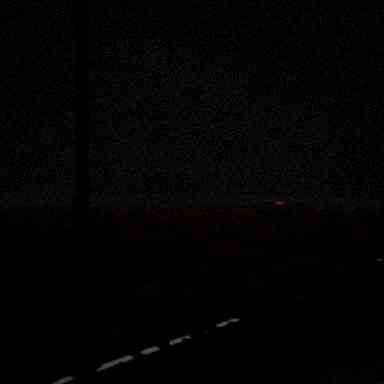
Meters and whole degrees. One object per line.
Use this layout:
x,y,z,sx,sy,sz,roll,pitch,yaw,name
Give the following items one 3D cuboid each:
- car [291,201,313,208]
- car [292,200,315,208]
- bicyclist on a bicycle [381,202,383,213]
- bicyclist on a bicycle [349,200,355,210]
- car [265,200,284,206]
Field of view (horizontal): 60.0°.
23.761,2.616,71.849,1.895,1.301,4.718,3,-2,-22,car
22.369,2.283,65.596,1.882,1.535,5.008,2,-1,-13,car
27.334,2.167,47.232,0.582,1.620,1.656,2,-1,4,bicyclist on a bicycle
27.352,2.219,56.854,0.659,1.776,1.843,2,-1,-4,bicyclist on a bicycle
20.018,2.695,81.288,1.895,1.301,4.718,3,-2,-31,car
